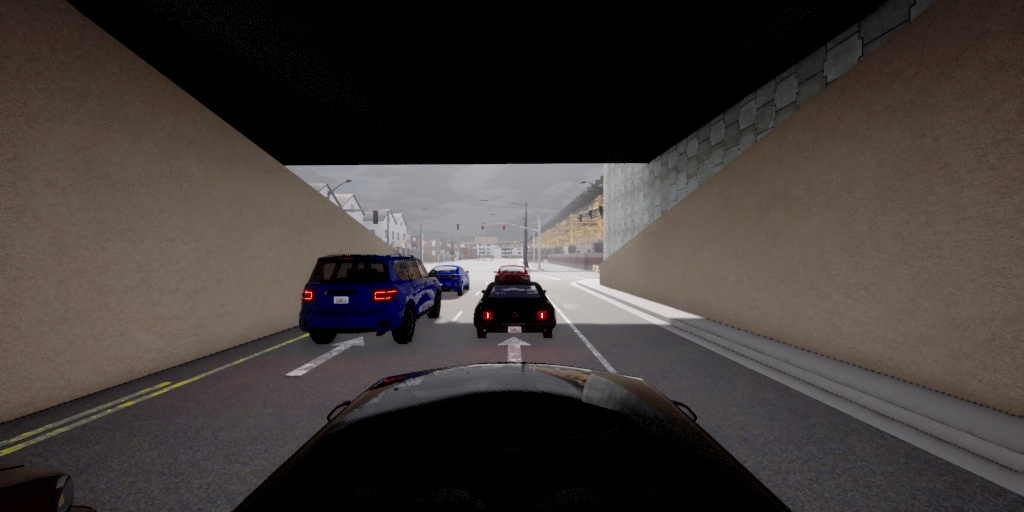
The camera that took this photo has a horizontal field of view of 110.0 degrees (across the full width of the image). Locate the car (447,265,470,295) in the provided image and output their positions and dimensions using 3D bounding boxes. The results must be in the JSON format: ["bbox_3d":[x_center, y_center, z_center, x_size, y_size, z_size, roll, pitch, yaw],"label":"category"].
[{"bbox_3d":[-3.485,1.228,19.788,1.882,1.535,5.008,0,0,0],"label":"car"}]

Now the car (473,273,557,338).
[{"bbox_3d":[0.058,1.351,10.200,1.895,1.301,4.718,0,0,0],"label":"car"}]

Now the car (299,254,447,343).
[{"bbox_3d":[-3.437,0.971,9.851,2.150,2.045,5.566,0,0,0],"label":"car"}]

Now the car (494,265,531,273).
[{"bbox_3d":[0.016,1.228,19.537,1.882,1.535,5.008,0,0,0],"label":"car"}]
